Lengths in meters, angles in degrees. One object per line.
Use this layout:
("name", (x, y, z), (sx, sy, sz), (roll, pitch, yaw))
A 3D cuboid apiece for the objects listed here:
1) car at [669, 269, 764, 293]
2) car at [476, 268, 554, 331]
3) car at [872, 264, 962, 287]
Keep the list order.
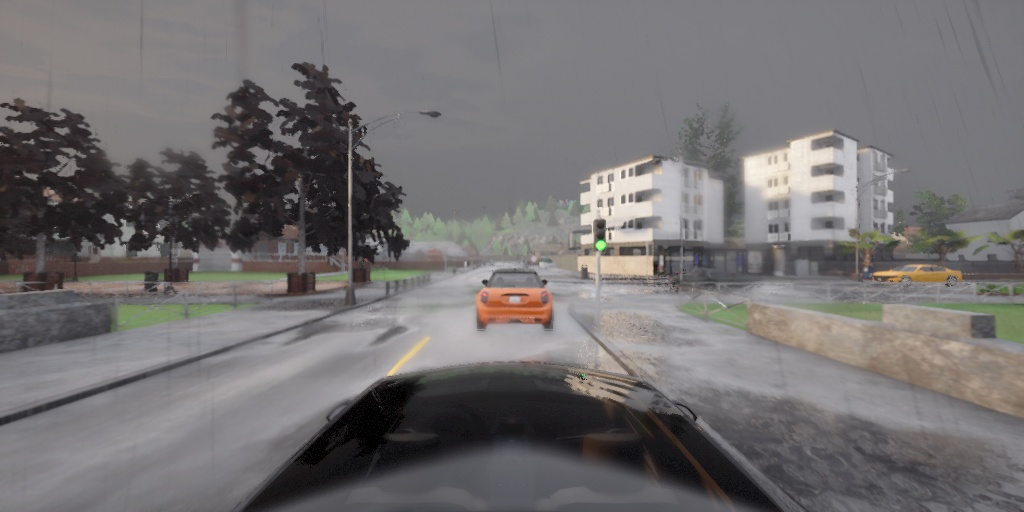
("car", (11.965, 1.447, 21.126), (4.718, 1.301, 1.895), (0, 0, 3))
("car", (0.085, 1.150, 11.365), (2.097, 1.767, 4.553), (0, 0, 0))
("car", (28.182, 1.342, 25.062), (5.008, 1.535, 1.882), (0, 0, 0))
